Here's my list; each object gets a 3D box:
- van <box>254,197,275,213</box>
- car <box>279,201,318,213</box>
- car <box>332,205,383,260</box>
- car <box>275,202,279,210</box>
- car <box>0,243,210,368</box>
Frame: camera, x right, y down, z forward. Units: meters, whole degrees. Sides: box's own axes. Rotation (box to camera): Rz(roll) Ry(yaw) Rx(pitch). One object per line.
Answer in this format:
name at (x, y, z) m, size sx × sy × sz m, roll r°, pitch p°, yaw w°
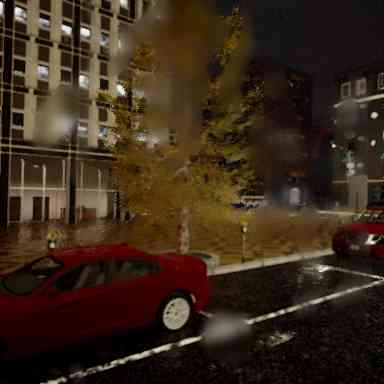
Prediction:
van at (6.756, 1.378, 36.645) m, size 1.690 × 1.788 × 3.998 m, roll 2°, pitch -1°, yaw -36°
car at (13.558, 1.816, 41.526) m, size 1.947 × 1.339 × 4.313 m, roll 2°, pitch -1°, yaw -36°
car at (7.047, 1.402, 11.663) m, size 5.009 × 1.841 × 2.192 m, roll 0°, pitch 1°, yaw -36°
car at (10.275, 1.816, 46.101) m, size 1.802 × 1.307 × 4.206 m, roll 2°, pitch -1°, yaw -36°
car at (-1.774, 1.555, 5.278) m, size 4.507 × 1.381 × 1.887 m, roll 0°, pitch 1°, yaw -36°
